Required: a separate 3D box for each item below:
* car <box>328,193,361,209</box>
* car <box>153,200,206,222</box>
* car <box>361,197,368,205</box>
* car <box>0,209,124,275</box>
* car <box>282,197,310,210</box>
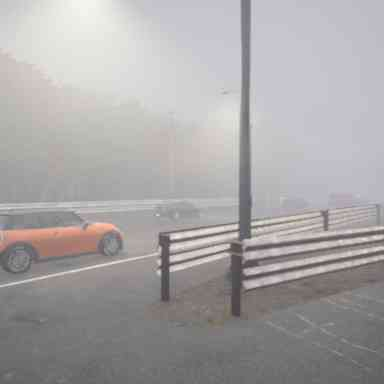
[{"bbox_3d":[19.602,1.113,43.182,2.150,2.045,5.566,0,0,44],"label":"car"},{"bbox_3d":[-0.874,1.426,25.835,1.837,1.490,4.892,0,0,41],"label":"car"},{"bbox_3d":[23.537,1.377,47.387,4.902,1.511,2.128,0,0,-45],"label":"car"},{"bbox_3d":[-4.399,1.327,10.768,2.097,1.767,4.553,0,0,39],"label":"car"},{"bbox_3d":[12.978,1.394,41.382,1.837,1.490,4.892,0,1,44],"label":"car"}]
